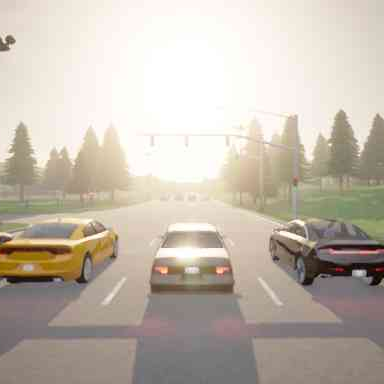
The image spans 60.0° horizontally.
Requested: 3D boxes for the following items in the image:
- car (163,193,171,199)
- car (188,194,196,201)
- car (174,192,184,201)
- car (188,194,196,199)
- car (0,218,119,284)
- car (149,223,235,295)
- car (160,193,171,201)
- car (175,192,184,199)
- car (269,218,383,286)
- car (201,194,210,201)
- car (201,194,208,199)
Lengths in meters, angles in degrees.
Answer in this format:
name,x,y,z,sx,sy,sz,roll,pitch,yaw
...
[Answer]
name,x,y,z,sx,sy,sz,roll,pitch,yaw
car,-6.996,1.149,93.949,2.097,1.767,4.553,0,0,0
car,0.003,1.312,83.912,2.097,1.767,4.553,0,0,0
car,-3.497,1.436,83.559,1.882,1.535,5.008,0,0,0
car,0.004,1.347,93.978,1.994,1.385,4.181,0,0,0
car,-3.487,1.474,9.627,1.882,1.535,5.008,0,0,1
car,0.005,1.544,8.873,2.033,1.411,5.357,0,0,0
car,-6.997,1.458,83.559,1.837,1.490,4.892,0,0,0
car,-3.496,1.019,94.008,2.150,2.045,5.566,0,0,0
car,3.512,1.488,9.393,2.128,1.511,4.902,0,0,0
car,3.503,1.483,83.975,1.812,1.442,4.674,0,0,0
car,3.504,1.318,93.978,1.812,1.442,4.674,0,0,0
